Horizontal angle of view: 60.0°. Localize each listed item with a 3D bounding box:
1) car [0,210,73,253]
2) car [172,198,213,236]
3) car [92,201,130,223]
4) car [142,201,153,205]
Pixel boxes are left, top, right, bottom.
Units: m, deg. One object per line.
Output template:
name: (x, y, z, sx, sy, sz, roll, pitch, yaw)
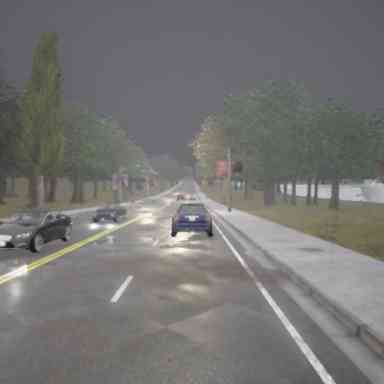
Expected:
car: (-6.544, 1.514, 13.844, 2.128, 1.511, 4.902, 0, 0, 1)
car: (0.007, 1.394, 18.725, 2.097, 1.767, 4.553, 0, 0, 0)
car: (-6.523, 1.639, 27.046, 2.033, 1.411, 5.357, 0, 0, 0)
car: (-6.481, 1.487, 50.489, 1.895, 1.301, 4.718, 0, 0, 0)
